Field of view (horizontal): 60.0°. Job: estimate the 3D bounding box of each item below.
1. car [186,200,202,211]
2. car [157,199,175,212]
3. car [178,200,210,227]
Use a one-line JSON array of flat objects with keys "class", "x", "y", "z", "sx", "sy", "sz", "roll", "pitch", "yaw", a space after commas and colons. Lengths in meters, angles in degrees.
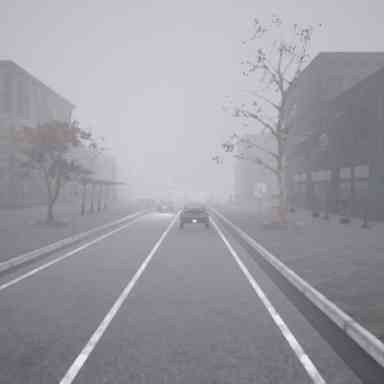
[{"class": "car", "x": 0.227, "y": 1.698, "z": 42.293, "sx": 1.895, "sy": 1.301, "sz": 4.718, "roll": 0, "pitch": -1, "yaw": 0}, {"class": "car", "x": -2.975, "y": 1.538, "z": 38.517, "sx": 2.128, "sy": 1.511, "sz": 4.902, "roll": 0, "pitch": -1, "yaw": 0}, {"class": "car", "x": 0.166, "y": 1.515, "z": 22.627, "sx": 1.837, "sy": 1.490, "sz": 4.892, "roll": 0, "pitch": 0, "yaw": 0}]
